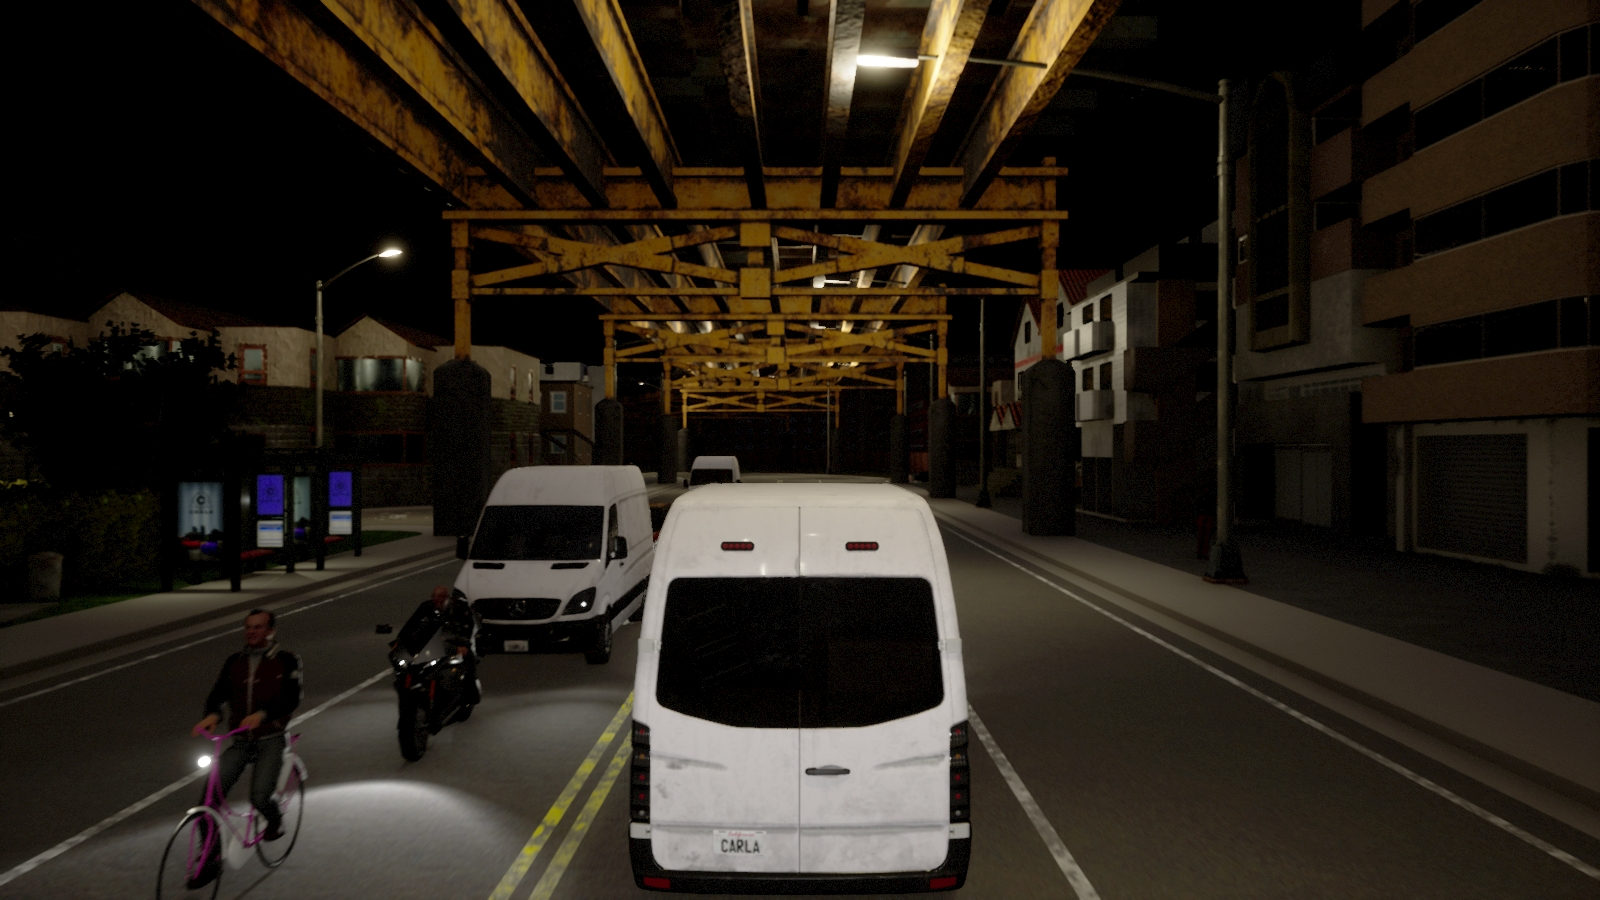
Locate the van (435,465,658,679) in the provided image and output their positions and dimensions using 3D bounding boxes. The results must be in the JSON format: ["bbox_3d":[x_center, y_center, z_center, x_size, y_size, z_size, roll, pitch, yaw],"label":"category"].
[{"bbox_3d":[-3.482,1.537,17.005,1.988,2.561,5.915,0,0,0],"label":"van"}]

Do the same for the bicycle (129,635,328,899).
[{"bbox_3d":[-3.492,2.049,7.141,0.329,1.496,1.835,0,0,0],"label":"bicycle"}]

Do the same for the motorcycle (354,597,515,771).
[{"bbox_3d":[-3.497,2.205,11.180,0.867,1.254,2.209,0,0,0],"label":"motorcycle"}]

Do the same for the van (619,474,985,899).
[{"bbox_3d":[0.010,1.536,9.161,1.988,2.561,5.915,0,0,0],"label":"van"}]

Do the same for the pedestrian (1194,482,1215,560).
[{"bbox_3d":[9.727,1.705,27.466,0.375,1.860,0.375,0,0,1],"label":"pedestrian"}]

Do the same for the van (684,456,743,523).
[{"bbox_3d":[-3.496,1.541,47.113,1.988,2.561,5.915,0,0,0],"label":"van"}]
